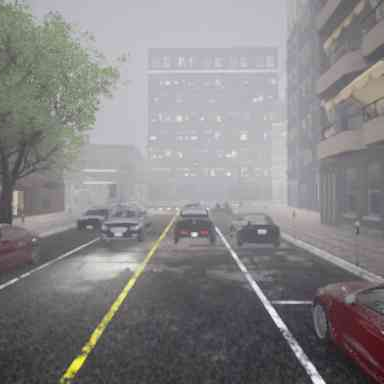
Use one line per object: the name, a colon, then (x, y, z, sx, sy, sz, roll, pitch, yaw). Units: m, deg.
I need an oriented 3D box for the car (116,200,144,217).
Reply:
car: (-5.814, 1.517, 31.730, 1.752, 1.417, 4.829, 1, 0, 0)

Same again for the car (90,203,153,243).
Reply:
car: (-3.018, 1.487, 16.156, 2.128, 1.511, 4.902, 0, 0, 0)

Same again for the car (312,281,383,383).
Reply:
car: (2.702, 1.581, 3.524, 1.802, 1.307, 4.206, 1, 0, 0)

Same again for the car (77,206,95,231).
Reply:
car: (-5.644, 1.559, 20.525, 1.947, 1.339, 4.313, 1, 0, 0)

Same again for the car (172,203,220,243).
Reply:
car: (0.101, 1.498, 16.081, 1.837, 1.490, 4.892, 0, 0, 0)

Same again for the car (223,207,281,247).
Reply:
car: (2.703, 1.560, 14.897, 1.947, 1.339, 4.313, 1, 0, 0)

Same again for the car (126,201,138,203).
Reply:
car: (-5.644, 1.543, 26.213, 2.008, 1.369, 4.403, 1, 0, 0)

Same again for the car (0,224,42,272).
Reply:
car: (-5.644, 1.578, 9.152, 1.802, 1.307, 4.206, 1, 0, 0)

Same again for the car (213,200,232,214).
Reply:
car: (2.752, 1.431, 31.954, 1.967, 1.590, 4.097, 1, 0, 0)

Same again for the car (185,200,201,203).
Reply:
car: (0.102, 1.482, 32.951, 2.128, 1.511, 4.902, 0, 0, 0)
